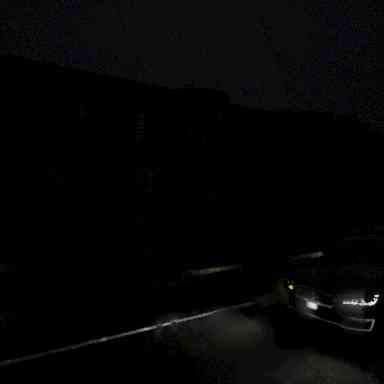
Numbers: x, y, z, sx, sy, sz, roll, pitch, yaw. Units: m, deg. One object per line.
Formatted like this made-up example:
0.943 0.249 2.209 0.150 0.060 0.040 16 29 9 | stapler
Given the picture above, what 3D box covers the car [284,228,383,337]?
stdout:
3.923 1.516 6.549 4.892 1.490 1.837 0 0 -33 | car
